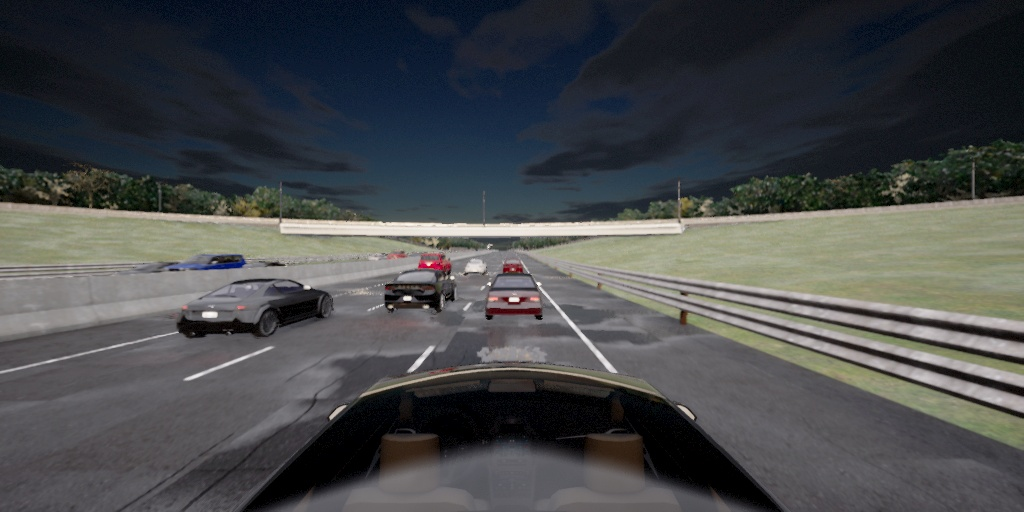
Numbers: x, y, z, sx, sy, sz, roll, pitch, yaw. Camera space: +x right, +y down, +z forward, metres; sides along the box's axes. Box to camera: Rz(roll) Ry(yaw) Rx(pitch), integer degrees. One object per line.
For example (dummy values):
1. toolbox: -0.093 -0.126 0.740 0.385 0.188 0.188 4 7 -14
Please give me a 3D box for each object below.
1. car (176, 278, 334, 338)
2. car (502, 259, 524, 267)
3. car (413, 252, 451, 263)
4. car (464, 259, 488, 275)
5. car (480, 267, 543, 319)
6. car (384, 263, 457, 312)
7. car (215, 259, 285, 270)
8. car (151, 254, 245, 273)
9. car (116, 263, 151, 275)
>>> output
1. car: -6.899 1.312 10.195 1.994 1.385 4.181 0 0 0
2. car: 0.093 0.980 34.759 1.882 1.535 5.008 0 1 0
3. car: -6.901 0.770 32.419 2.150 2.045 5.566 0 1 0
4. car: -3.400 1.037 34.356 1.812 1.442 4.674 0 1 0
5. car: 0.080 1.292 12.792 2.033 1.411 5.357 0 0 1
6. car: -3.400 1.218 14.118 1.882 1.535 5.008 0 0 0
7. car: -17.598 1.166 25.030 1.837 1.490 4.892 0 1 0
8. car: -21.100 0.882 24.980 2.150 2.045 5.566 0 1 0
9. car: -24.598 1.165 25.024 1.837 1.490 4.892 0 1 0
